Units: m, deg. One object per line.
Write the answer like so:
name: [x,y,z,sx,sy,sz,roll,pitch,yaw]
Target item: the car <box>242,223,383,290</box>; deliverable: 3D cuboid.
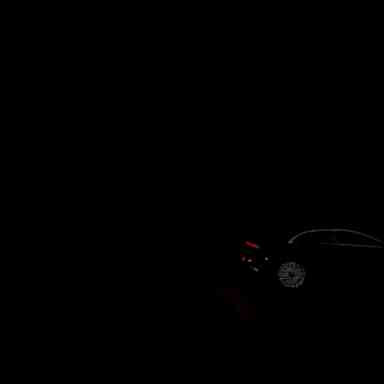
car: [3.789,1.601,8.715,4.902,1.511,2.128,1,-1,1]
